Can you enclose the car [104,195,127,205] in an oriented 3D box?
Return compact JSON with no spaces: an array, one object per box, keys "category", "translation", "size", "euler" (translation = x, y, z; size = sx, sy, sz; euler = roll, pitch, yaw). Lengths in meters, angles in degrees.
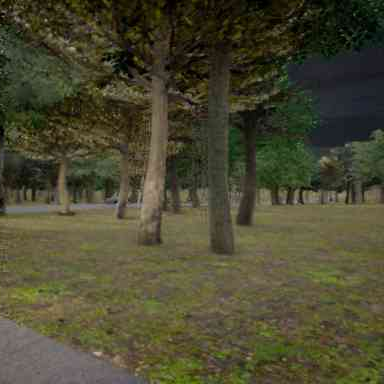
[{"category":"car","translation":[-16.351,1.774,71.411],"size":[2.150,2.045,5.566],"euler":[2,0,32]}]
